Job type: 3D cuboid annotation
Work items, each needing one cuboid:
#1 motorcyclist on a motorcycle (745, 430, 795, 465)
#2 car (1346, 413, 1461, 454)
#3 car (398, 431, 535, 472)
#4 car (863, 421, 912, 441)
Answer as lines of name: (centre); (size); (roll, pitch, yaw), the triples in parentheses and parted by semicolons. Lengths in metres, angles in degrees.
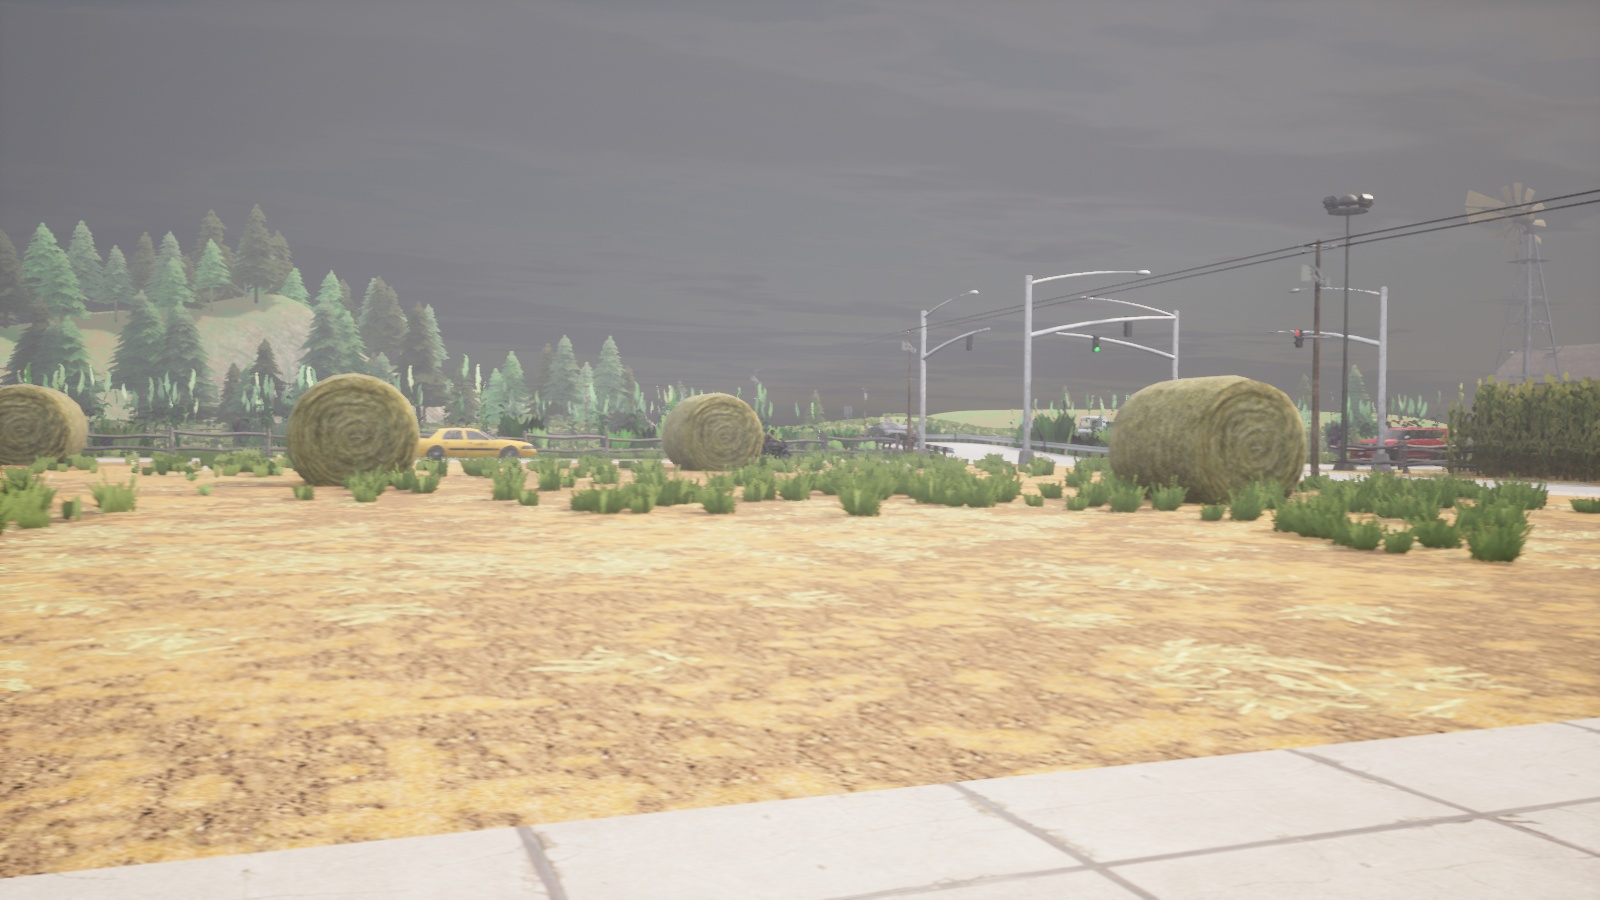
motorcyclist on a motorcycle: (-1.316, -0.119, 55.624); (2.044, 1.523, 0.797); (-1, 1, -17)
car: (31.676, -0.874, 65.939); (5.566, 2.045, 2.150); (-1, 1, -20)
car: (-13.749, 0.034, 51.833); (5.366, 1.575, 1.801); (-1, 1, -17)
car: (6.192, -1.362, 89.377); (2.033, 1.411, 5.357); (-1, 1, -12)
